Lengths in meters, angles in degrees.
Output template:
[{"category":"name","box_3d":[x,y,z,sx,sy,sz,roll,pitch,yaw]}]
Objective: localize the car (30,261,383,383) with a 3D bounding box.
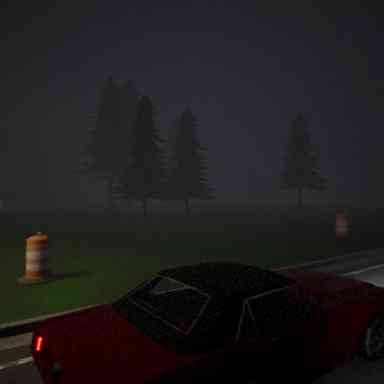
[{"category":"car","box_3d":[0.682,1.599,4.232,4.718,1.301,1.895,0,0,-35]}]
